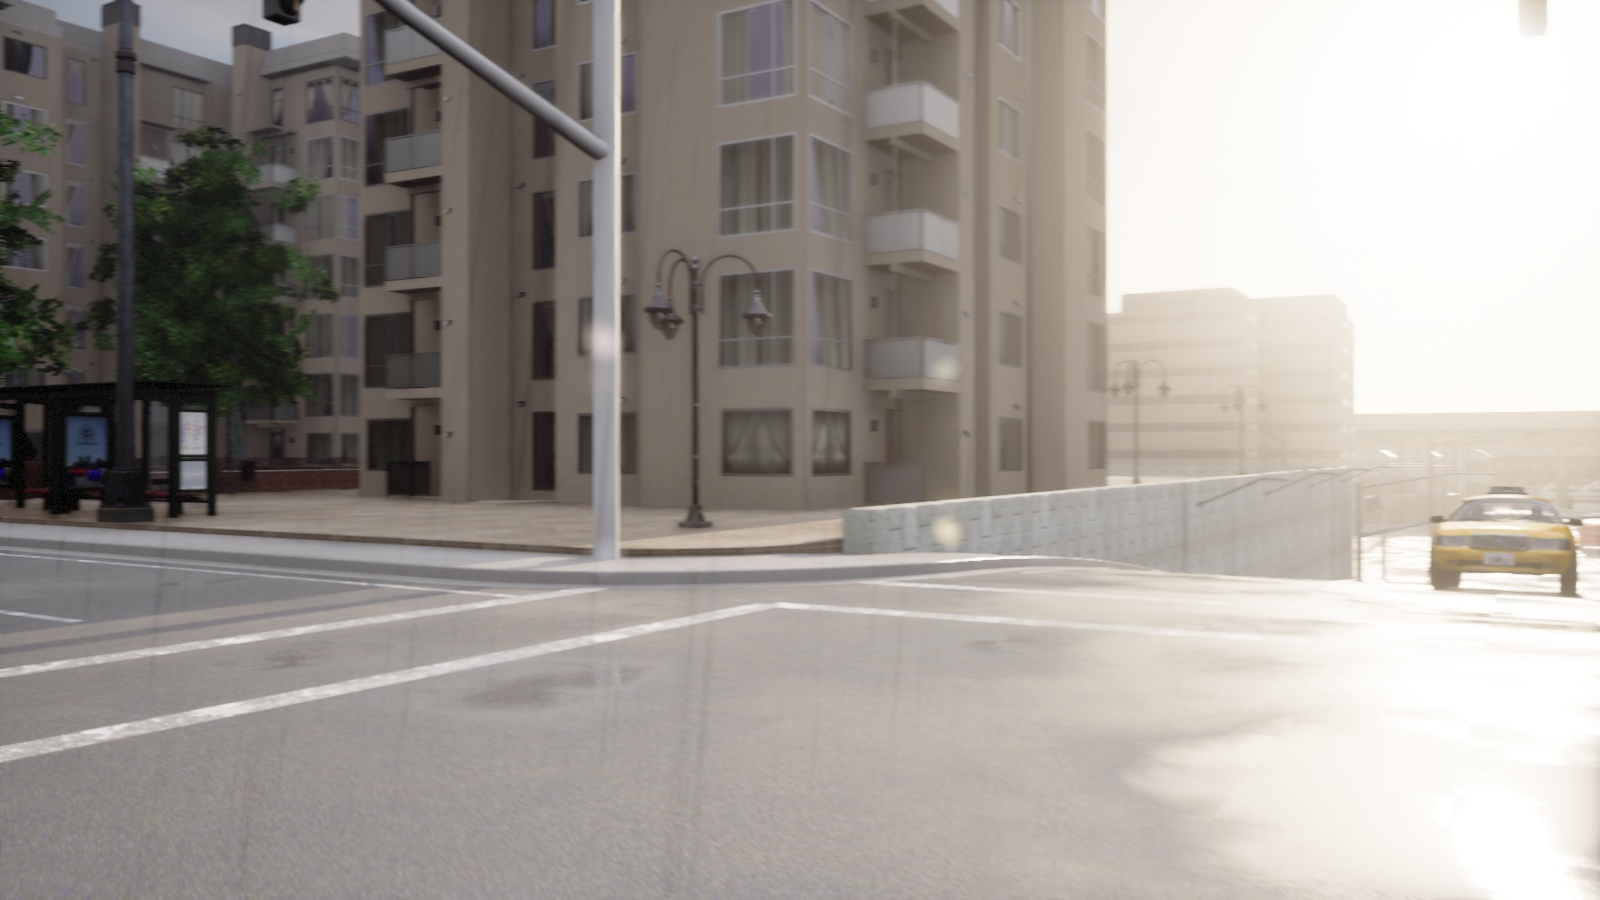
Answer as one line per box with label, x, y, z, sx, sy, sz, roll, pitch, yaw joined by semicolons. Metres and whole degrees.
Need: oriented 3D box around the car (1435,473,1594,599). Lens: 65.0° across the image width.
car;10.706;1.326;18.703;1.801;1.575;5.366;0;-5;31
